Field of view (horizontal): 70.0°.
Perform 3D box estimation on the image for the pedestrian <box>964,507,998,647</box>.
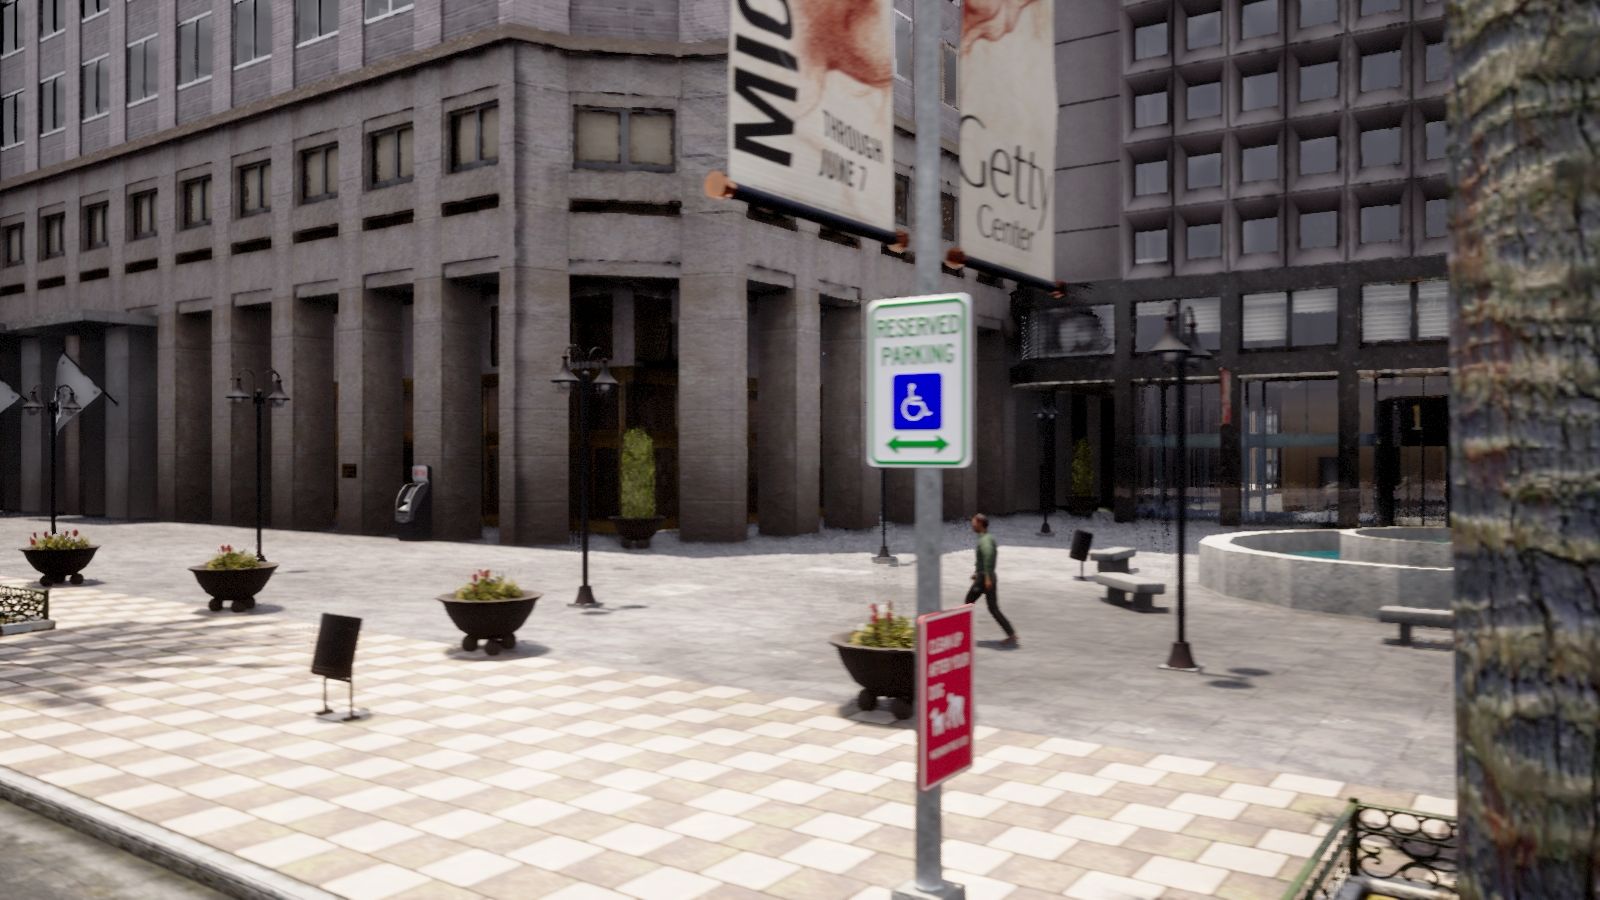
[{"bbox_3d":[2.475,1.716,15.609,0.375,1.860,0.375,0,0,23],"label":"pedestrian"}]
